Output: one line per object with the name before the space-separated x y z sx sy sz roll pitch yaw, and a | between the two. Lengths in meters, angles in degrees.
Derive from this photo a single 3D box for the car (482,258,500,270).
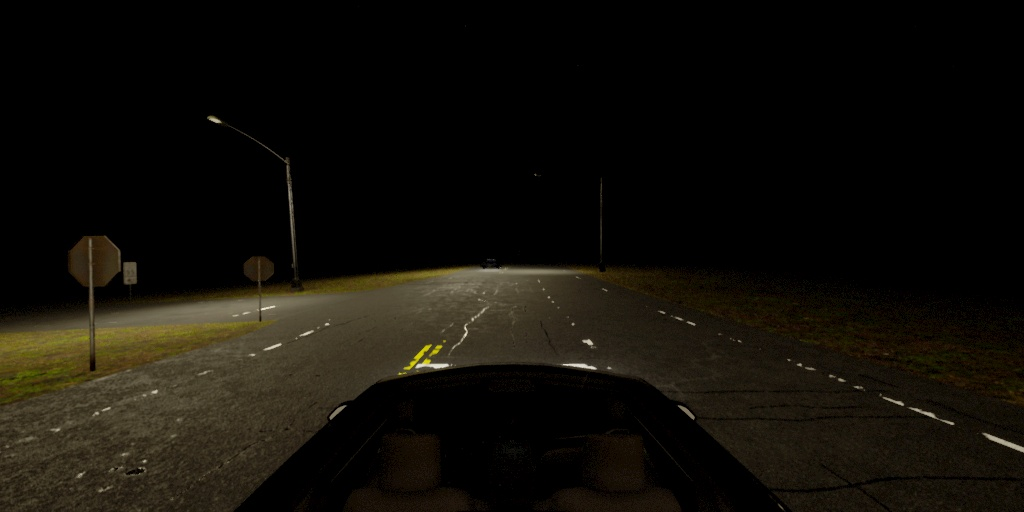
car | -2.611 0.988 45.324 1.994 1.385 4.181 0 1 2
